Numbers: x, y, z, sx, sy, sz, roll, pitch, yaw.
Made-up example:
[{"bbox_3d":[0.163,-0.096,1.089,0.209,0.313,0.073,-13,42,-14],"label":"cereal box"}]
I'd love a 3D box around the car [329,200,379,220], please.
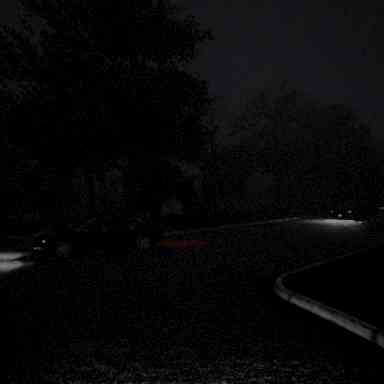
[{"bbox_3d":[12.773,1.303,26.037,5.357,1.411,2.033,-1,0,-41],"label":"car"}]

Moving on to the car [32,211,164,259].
[{"bbox_3d":[-3.495,1.555,12.852,4.892,1.490,1.837,-1,2,-27],"label":"car"}]
